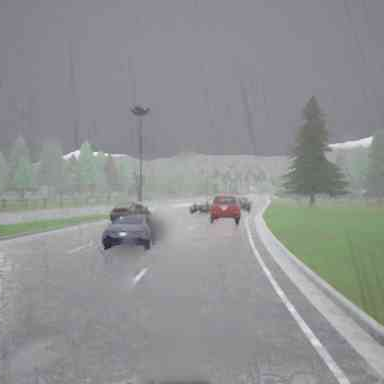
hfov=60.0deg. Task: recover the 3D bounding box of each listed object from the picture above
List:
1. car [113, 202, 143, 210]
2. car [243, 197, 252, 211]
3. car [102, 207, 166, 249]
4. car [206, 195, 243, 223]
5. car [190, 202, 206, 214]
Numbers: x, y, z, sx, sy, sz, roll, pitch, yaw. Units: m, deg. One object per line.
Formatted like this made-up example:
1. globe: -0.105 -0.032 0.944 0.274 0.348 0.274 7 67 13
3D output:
1. car: -4.572 1.554 24.973 1.837 1.490 4.892 0 0 9
2. car: 6.367 1.452 41.907 2.097 1.767 4.553 0 0 14
3. car: -2.405 1.593 14.731 1.994 1.385 4.181 0 0 6
4. car: 2.701 1.283 26.141 2.150 2.045 5.566 0 0 9
5. car: 1.183 1.680 35.587 1.895 1.301 4.718 0 0 14
